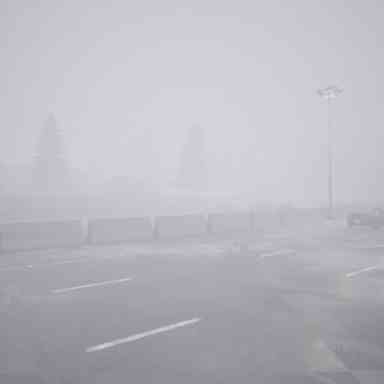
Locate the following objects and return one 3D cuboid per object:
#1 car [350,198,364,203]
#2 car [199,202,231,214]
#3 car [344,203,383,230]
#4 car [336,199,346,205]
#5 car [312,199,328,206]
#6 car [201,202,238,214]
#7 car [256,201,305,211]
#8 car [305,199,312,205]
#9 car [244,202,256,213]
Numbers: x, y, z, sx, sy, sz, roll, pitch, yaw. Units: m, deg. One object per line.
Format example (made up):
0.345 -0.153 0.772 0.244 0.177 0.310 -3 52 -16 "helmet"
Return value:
31.723 1.862 63.751 2.097 1.767 4.553 -1 -1 32 "car"
3.071 2.065 43.689 1.994 1.385 4.181 -1 -1 44 "car"
12.207 1.710 22.778 4.674 1.442 1.812 0 -1 -44 "car"
31.888 2.117 71.043 2.033 1.411 5.357 -1 -1 29 "car"
27.697 2.148 70.730 2.128 1.511 4.902 -1 -1 30 "car"
3.546 2.008 39.164 4.181 1.385 1.994 0 -1 -45 "car"
9.400 1.899 35.074 5.357 1.411 2.033 0 -1 -45 "car"
26.896 2.289 76.581 1.895 1.301 4.718 -1 -1 29 "car"
7.924 1.912 38.628 1.837 1.490 4.892 -1 -1 44 "car"
